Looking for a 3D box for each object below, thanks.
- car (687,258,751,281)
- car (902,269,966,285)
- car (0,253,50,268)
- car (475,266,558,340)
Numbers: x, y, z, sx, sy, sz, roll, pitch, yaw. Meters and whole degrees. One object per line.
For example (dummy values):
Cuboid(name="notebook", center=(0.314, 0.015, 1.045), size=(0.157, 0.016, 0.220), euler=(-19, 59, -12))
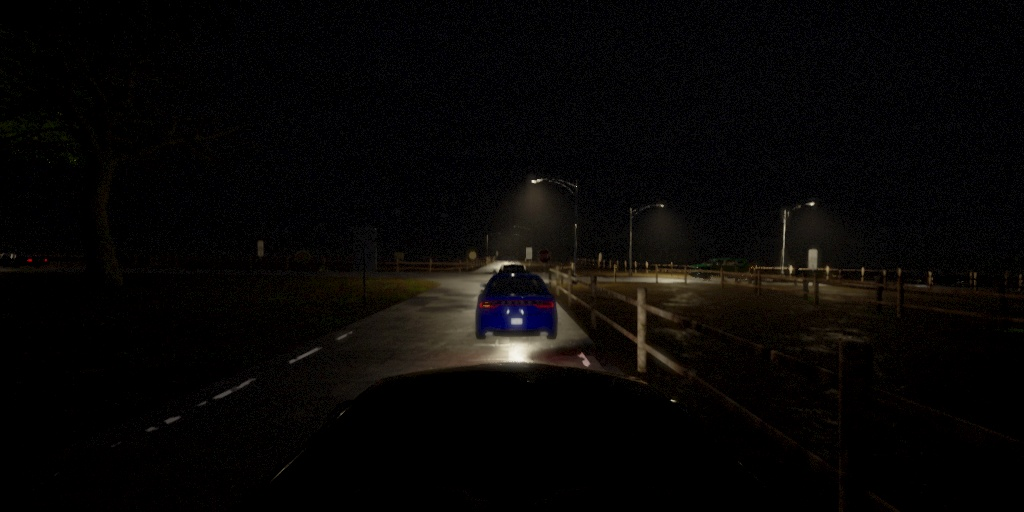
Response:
Cuboid(name="car", center=(20.027, 1.255, 34.731), size=(5.566, 2.045, 2.150), euler=(1, 1, -1))
Cuboid(name="car", center=(40.984, 2.050, 34.839), size=(4.892, 1.490, 1.837), euler=(2, 1, 0))
Cuboid(name="car", center=(-47.791, 0.427, 34.288), size=(5.357, 1.411, 2.033), euler=(1, 1, 0))
Cuboid(name="car", center=(0.104, 1.198, 9.932), size=(1.882, 1.535, 5.008), euler=(0, 0, 0))
